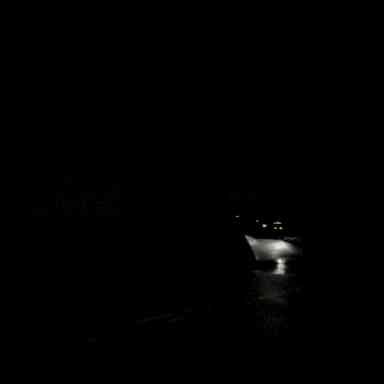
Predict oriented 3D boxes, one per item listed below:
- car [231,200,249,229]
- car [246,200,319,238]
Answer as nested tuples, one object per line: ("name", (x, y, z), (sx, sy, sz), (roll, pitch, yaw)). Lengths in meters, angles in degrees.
("car", (3.519, 1.231, 19.718), (4.892, 1.490, 1.837), (0, 1, -40))
("car", (5.140, 1.284, 16.532), (4.892, 1.490, 1.837), (0, 1, -40))
